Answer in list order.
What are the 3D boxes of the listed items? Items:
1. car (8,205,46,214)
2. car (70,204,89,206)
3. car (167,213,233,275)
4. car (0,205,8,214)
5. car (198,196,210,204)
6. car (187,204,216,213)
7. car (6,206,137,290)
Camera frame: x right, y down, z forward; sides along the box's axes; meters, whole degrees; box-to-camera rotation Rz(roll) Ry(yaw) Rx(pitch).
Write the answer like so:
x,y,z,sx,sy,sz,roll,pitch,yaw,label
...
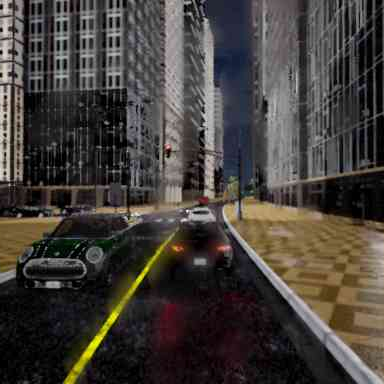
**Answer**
x,y,z,sx,sy,sz,roll,pitch,yaw,label
-17.020,2.133,36.039,4.403,1.369,2.008,-1,0,11,car
-15.353,2.248,44.250,4.403,1.369,2.008,-1,0,11,car
0.257,1.629,10.674,1.812,1.442,4.674,0,-1,1,car
-26.377,2.475,46.487,4.313,1.339,1.947,-1,0,11,car
2.792,1.842,74.963,2.150,2.045,5.566,0,0,9,car
0.621,1.727,21.593,1.812,1.442,4.674,0,-1,3,car
-2.958,1.441,9.461,2.097,1.767,4.553,0,-1,1,car
